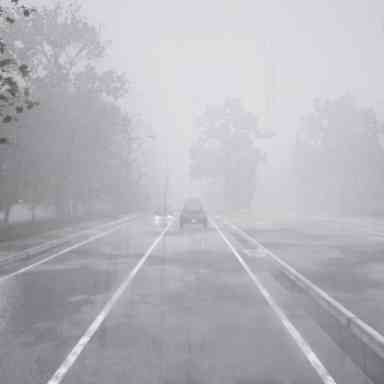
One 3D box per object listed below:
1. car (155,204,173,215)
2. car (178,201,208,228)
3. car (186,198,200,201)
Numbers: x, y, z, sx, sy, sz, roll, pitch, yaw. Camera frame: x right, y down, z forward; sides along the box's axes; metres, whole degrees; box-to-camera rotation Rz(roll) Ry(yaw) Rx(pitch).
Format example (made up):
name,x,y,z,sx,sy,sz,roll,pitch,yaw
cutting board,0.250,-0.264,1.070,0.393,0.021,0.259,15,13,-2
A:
name,x,y,z,sx,sy,sz,roll,pitch,yaw
car,-3.353,2.111,40.312,1.895,1.301,4.718,0,-2,0
car,0.097,1.624,23.154,2.128,1.511,4.902,0,-1,0
car,0.092,1.730,40.236,2.150,2.045,5.566,0,-1,0
